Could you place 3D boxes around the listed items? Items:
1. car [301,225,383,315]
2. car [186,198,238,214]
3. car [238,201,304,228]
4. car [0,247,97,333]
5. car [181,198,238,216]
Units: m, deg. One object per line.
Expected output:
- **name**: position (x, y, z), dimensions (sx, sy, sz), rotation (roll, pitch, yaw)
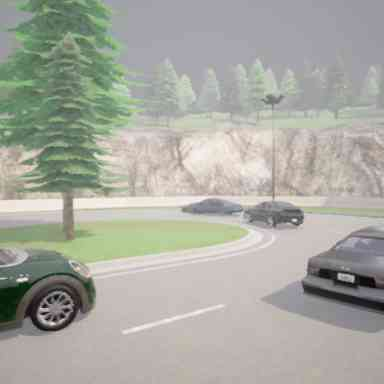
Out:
- **car**: position (4.480, 1.457, 7.244), dimensions (5.357, 1.411, 2.033), rotation (-1, 1, -41)
- **car**: position (1.935, 1.286, 32.503), dimensions (4.674, 1.442, 1.812), rotation (0, 0, 23)
- **car**: position (4.969, 1.317, 20.882), dimensions (1.837, 1.490, 4.892), rotation (2, 0, -18)
- **car**: position (-3.894, 1.355, 5.213), dimensions (4.553, 1.767, 2.097), rotation (-1, 1, -37)
- **car**: position (1.734, 1.332, 29.206), dimensions (5.357, 1.411, 2.033), rotation (0, 0, 24)
